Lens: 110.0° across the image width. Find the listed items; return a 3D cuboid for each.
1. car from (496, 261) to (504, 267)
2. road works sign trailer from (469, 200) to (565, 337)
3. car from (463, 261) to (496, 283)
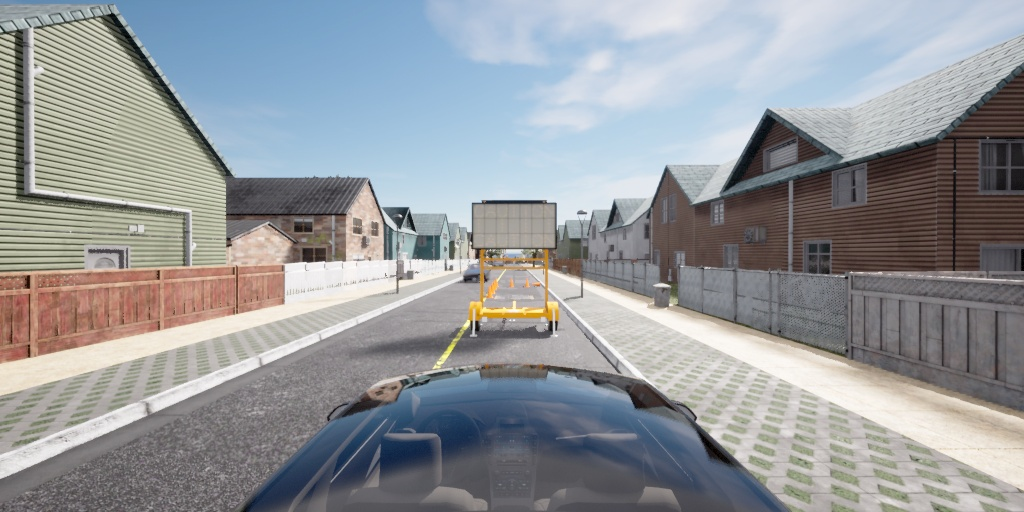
[{"bbox_3d":[-2.383,1.429,59.587,2.128,1.511,4.902,0,0,0],"label":"car"},{"bbox_3d":[0.063,0.215,10.276,2.380,3.560,2.880,0,0,1],"label":"road works sign trailer"},{"bbox_3d":[-2.679,1.328,28.421,2.033,1.411,5.357,0,0,0],"label":"car"}]
